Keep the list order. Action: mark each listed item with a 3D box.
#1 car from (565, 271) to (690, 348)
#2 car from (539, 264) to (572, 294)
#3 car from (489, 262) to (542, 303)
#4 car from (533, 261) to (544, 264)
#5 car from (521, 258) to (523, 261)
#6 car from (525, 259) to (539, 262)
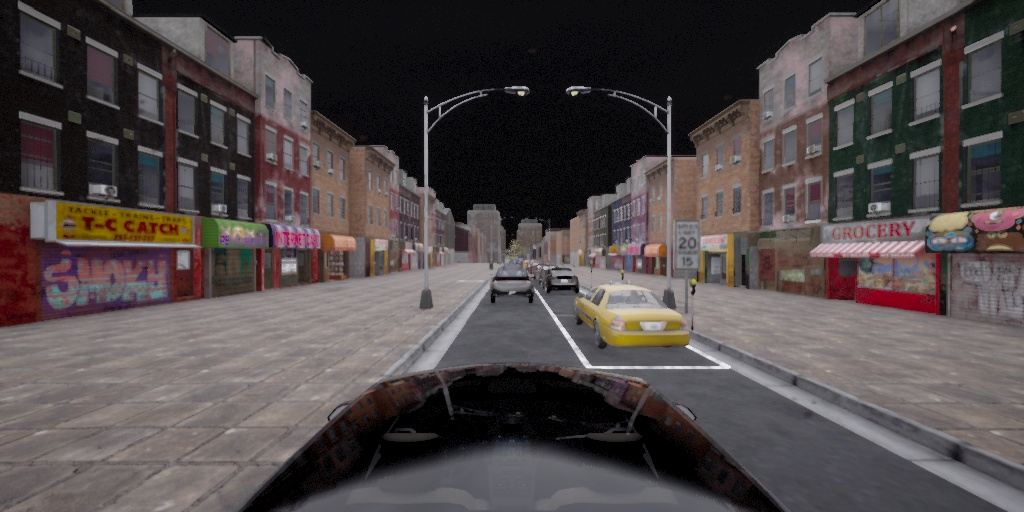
[{"bbox_3d":[2.636,1.270,8.999,1.751,1.417,4.829,0,0,0],"label":"car"},{"bbox_3d":[2.637,1.301,20.080,1.948,1.339,4.313,0,0,0],"label":"car"},{"bbox_3d":[0.000,1.232,16.452,2.128,1.511,4.902,0,0,0],"label":"car"},{"bbox_3d":[2.637,1.286,25.706,2.007,1.370,4.403,0,0,0],"label":"car"},{"bbox_3d":[2.752,1.278,56.241,1.882,1.535,5.008,0,0,0],"label":"car"},{"bbox_3d":[2.637,1.292,36.956,1.888,1.381,4.507,0,0,0],"label":"car"}]
